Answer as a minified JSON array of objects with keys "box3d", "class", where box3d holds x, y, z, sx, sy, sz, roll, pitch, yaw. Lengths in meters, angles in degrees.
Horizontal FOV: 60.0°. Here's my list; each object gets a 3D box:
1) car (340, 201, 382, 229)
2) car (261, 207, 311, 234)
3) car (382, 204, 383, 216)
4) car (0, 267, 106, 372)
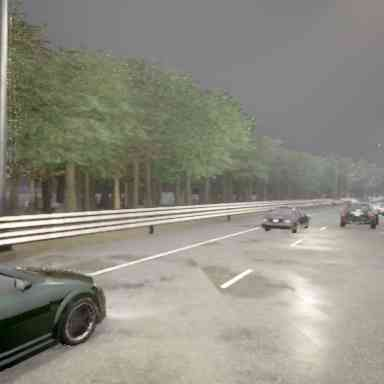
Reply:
[{"box3d":[11.882,1.506,23.425,2.097,1.767,4.553,1,0,32],"class":"car"},{"box3d":[5.801,1.627,20.123,2.033,1.411,5.357,1,0,30],"class":"car"},{"box3d":[19.905,1.853,36.106,1.895,1.301,4.718,1,0,33],"class":"car"},{"box3d":[-3.061,1.525,4.198,1.994,1.385,4.181,1,0,28],"class":"car"}]
